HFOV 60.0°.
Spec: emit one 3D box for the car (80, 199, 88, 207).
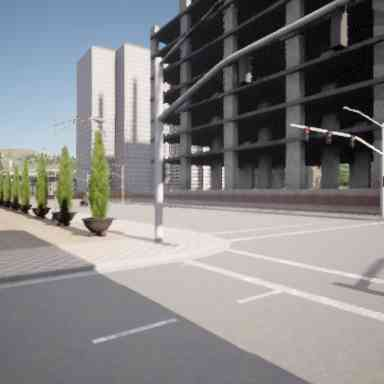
[{"bbox_3d":[-15.577,1.588,50.624,1.994,1.385,4.181,0,0,-35],"label":"car"}]
